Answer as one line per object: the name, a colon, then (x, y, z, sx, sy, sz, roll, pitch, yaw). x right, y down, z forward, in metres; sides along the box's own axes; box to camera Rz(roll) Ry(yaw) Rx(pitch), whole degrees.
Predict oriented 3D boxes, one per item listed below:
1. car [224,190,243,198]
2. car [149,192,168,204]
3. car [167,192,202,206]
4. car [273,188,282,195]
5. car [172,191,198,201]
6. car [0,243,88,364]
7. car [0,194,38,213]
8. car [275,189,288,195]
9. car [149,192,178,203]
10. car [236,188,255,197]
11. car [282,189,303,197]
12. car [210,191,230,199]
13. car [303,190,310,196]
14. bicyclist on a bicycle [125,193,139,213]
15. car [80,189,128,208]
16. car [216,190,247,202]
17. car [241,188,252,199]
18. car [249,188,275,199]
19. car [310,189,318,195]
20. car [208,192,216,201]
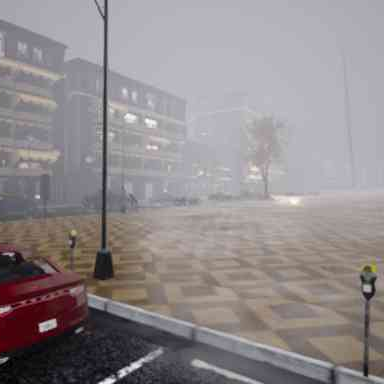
car: (8.365, 0.372, 67.329, 1.752, 1.417, 4.829, 2, 2, 35)
car: (-3.792, 0.797, 45.223, 1.812, 1.442, 4.674, 1, 1, 35)
car: (-0.501, 0.938, 39.807, 2.008, 1.369, 4.403, 2, 2, 35)
car: (21.145, -0.185, 85.777, 2.192, 1.841, 5.009, 2, 2, 35)
car: (-1.050, 0.655, 53.735, 2.008, 1.369, 4.403, 2, 2, 35)
car: (-3.608, 1.515, 5.439, 4.507, 1.381, 1.887, 0, 1, 36)
car: (-15.643, 0.952, 28.111, 2.097, 1.767, 4.553, 1, 1, 37)
car: (24.312, -0.041, 90.363, 1.887, 1.381, 4.507, 2, 2, 35)
car: (-4.220, 0.757, 49.156, 1.947, 1.339, 4.313, 2, 2, 35)
car: (11.635, 0.073, 72.042, 2.192, 1.841, 5.009, 2, 2, 35)
car: (21.692, 0.331, 71.858, 2.008, 1.369, 4.403, 2, 2, 35)
car: (5.291, 0.496, 62.892, 1.947, 1.339, 4.313, 2, 2, 35)
car: (24.861, 0.246, 76.435, 2.008, 1.369, 4.403, 2, 2, 35)
bicyclist on a bicycle: (-5.066, 0.920, 28.051, 1.656, 1.620, 0.582, 1, 1, 35)
car: (-9.607, 0.654, 36.838, 2.150, 2.045, 5.566, 1, 1, 35)
car: (5.840, 0.764, 48.965, 2.008, 1.369, 4.403, 2, 2, 35)
car: (10.240, 0.501, 60.063, 1.837, 1.490, 4.892, 1, 1, 35)
car: (12.278, 0.562, 58.261, 1.752, 1.417, 4.829, 2, 2, 35)
car: (31.203, -0.036, 85.590, 1.967, 1.590, 4.097, 2, 2, 35)
car: (4.370, 0.636, 51.498, 1.882, 1.535, 5.008, 1, 1, 35)
